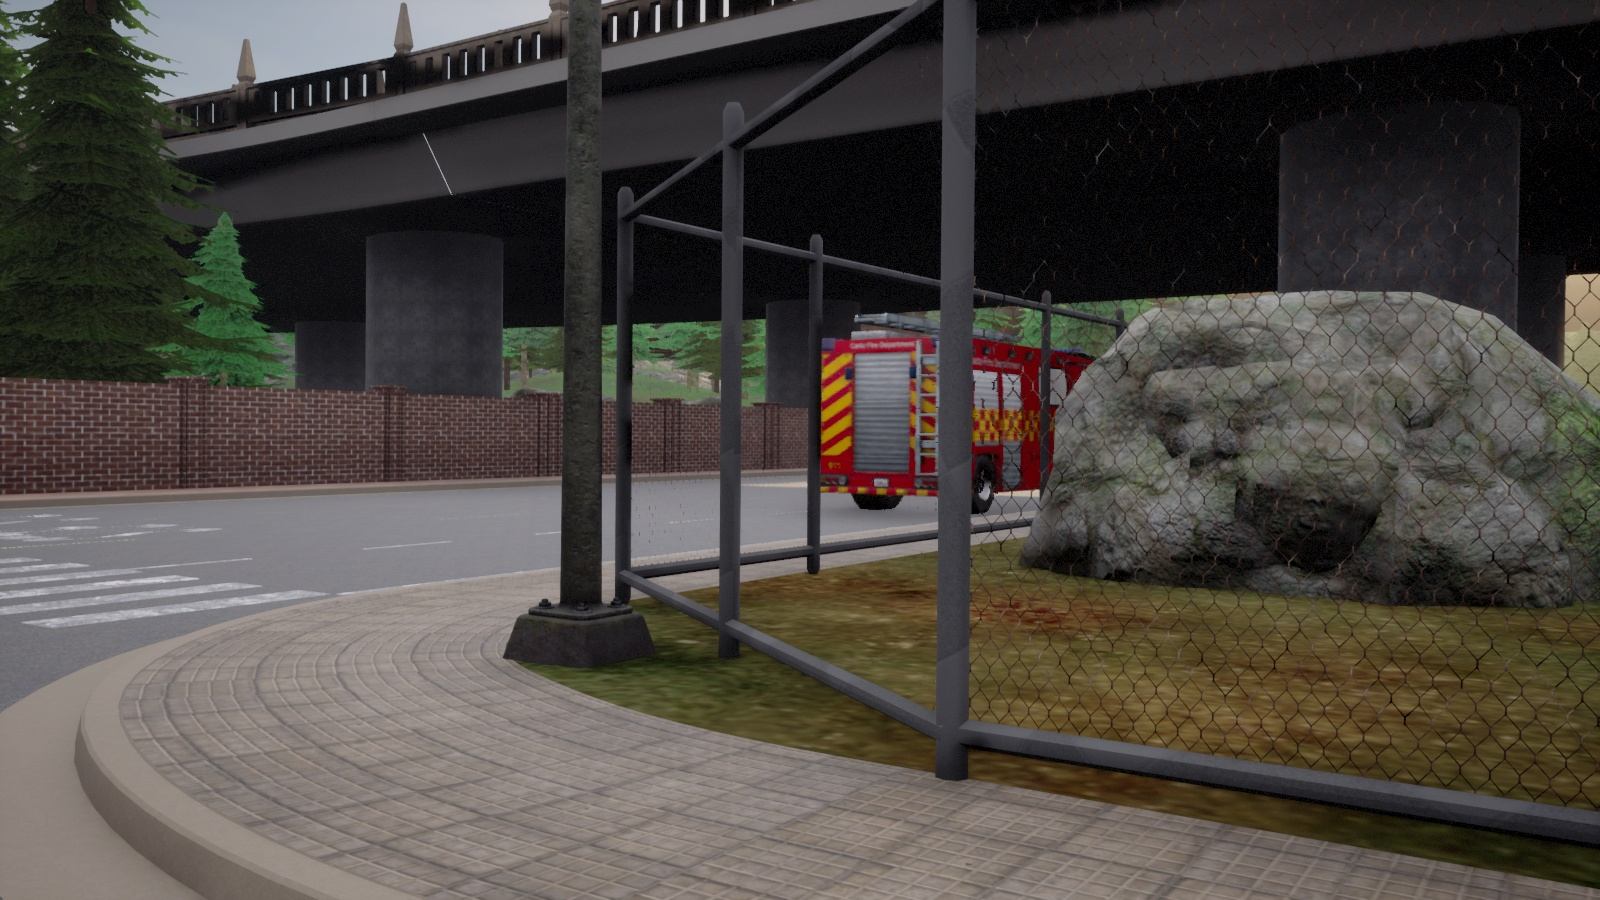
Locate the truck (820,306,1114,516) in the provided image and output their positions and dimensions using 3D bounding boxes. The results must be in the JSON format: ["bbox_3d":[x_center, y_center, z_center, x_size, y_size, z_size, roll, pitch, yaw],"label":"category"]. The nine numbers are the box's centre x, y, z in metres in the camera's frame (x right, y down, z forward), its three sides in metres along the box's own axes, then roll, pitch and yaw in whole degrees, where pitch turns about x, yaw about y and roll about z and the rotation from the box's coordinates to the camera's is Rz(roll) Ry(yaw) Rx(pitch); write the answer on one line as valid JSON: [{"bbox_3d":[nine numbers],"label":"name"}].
[{"bbox_3d":[3.946,-0.786,27.220,2.891,3.827,8.468,0,1,34],"label":"truck"}]
